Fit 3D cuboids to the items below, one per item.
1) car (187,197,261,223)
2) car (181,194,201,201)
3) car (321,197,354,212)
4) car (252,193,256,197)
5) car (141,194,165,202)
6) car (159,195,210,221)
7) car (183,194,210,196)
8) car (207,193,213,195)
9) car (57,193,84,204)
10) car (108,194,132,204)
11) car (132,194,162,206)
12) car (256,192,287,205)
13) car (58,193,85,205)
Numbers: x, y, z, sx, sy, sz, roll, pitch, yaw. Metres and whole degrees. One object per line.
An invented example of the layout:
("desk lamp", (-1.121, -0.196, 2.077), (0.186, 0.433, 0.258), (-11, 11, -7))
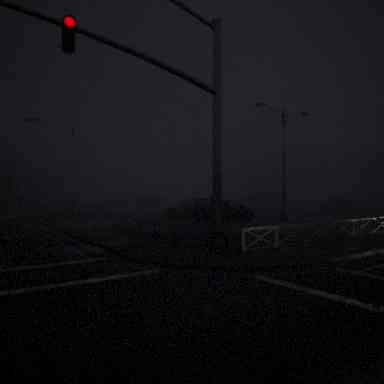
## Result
("car", (2.226, 1.318, 22.905), (4.514, 1.523, 2.007), (0, 0, -35))
("car", (-0.242, 1.173, 70.845), (3.806, 1.475, 1.970), (0, 0, -35))
("car", (15.771, 1.338, 36.017), (3.806, 1.475, 1.970), (0, 0, -35))
("car", (11.027, 1.019, 55.282), (3.866, 1.878, 1.905), (0, 0, -35))
("car", (-8.118, 1.248, 69.810), (4.514, 1.523, 2.007), (0, 0, -35))
("car", (0.386, 1.309, 25.447), (5.027, 1.636, 2.152), (0, 0, -35))
("car", (-0.108, 1.287, 39.552), (3.633, 1.501, 1.845), (0, 0, -35))
("car", (3.698, 1.095, 65.770), (5.027, 1.636, 2.152), (0, 0, -35))
("car", (-20.681, 1.052, 56.573), (3.866, 1.878, 1.905), (0, 0, -35))
("car", (-12.349, 1.062, 58.386), (4.605, 1.855, 1.932), (0, 0, -35))
("car", (-5.797, 1.264, 47.768), (4.514, 1.523, 2.007), (0, 0, -35))
("car", (13.029, 1.039, 53.136), (4.605, 1.855, 1.932), (0, 0, -35))
("car", (-19.278, 1.337, 53.498), (3.806, 1.475, 1.970), (0, 0, -35))
